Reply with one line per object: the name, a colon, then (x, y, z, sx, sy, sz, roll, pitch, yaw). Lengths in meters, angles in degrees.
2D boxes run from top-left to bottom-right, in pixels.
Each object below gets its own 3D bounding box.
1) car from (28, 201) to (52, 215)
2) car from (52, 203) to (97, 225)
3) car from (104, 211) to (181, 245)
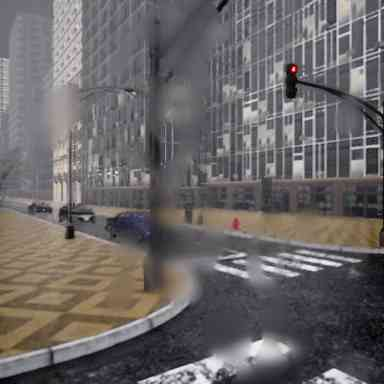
car: (-16.782, 1.735, 36.694, 1.994, 1.385, 4.181, 0, 0, -35)
car: (-8.809, 1.645, 25.362, 2.128, 1.511, 4.902, 0, 0, -35)
car: (-2.689, 1.687, 16.690, 2.033, 1.411, 5.357, 0, 0, -35)
